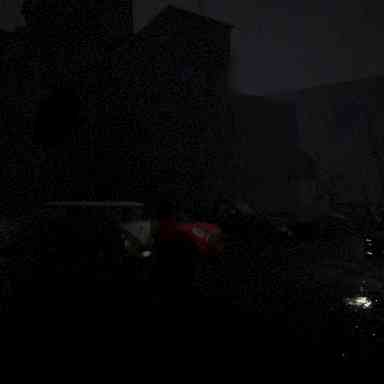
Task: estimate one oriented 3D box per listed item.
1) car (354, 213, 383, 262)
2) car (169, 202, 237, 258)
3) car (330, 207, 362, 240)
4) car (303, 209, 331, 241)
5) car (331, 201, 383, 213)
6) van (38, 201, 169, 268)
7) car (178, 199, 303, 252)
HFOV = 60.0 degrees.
[{"bbox_3d":[7.937,1.608,11.531,5.008,1.535,1.882,1,-1,-36],"label":"car"},{"bbox_3d":[-0.869,1.412,12.997,4.553,1.767,2.185,-1,-1,34],"label":"car"},{"bbox_3d":[6.449,1.716,18.210,4.674,1.452,2.002,-1,-1,34],"label":"car"},{"bbox_3d":[3.992,1.653,16.481,4.792,1.488,2.163,-1,-1,34],"label":"car"},{"bbox_3d":[8.899,1.609,19.946,4.553,1.767,2.185,0,-1,34],"label":"car"},{"bbox_3d":[-3.178,1.281,11.169,4.442,1.987,1.878,-1,-1,34],"label":"van"},{"bbox_3d":[1.616,1.327,14.718,5.566,2.045,2.435,-1,-2,34],"label":"car"}]
